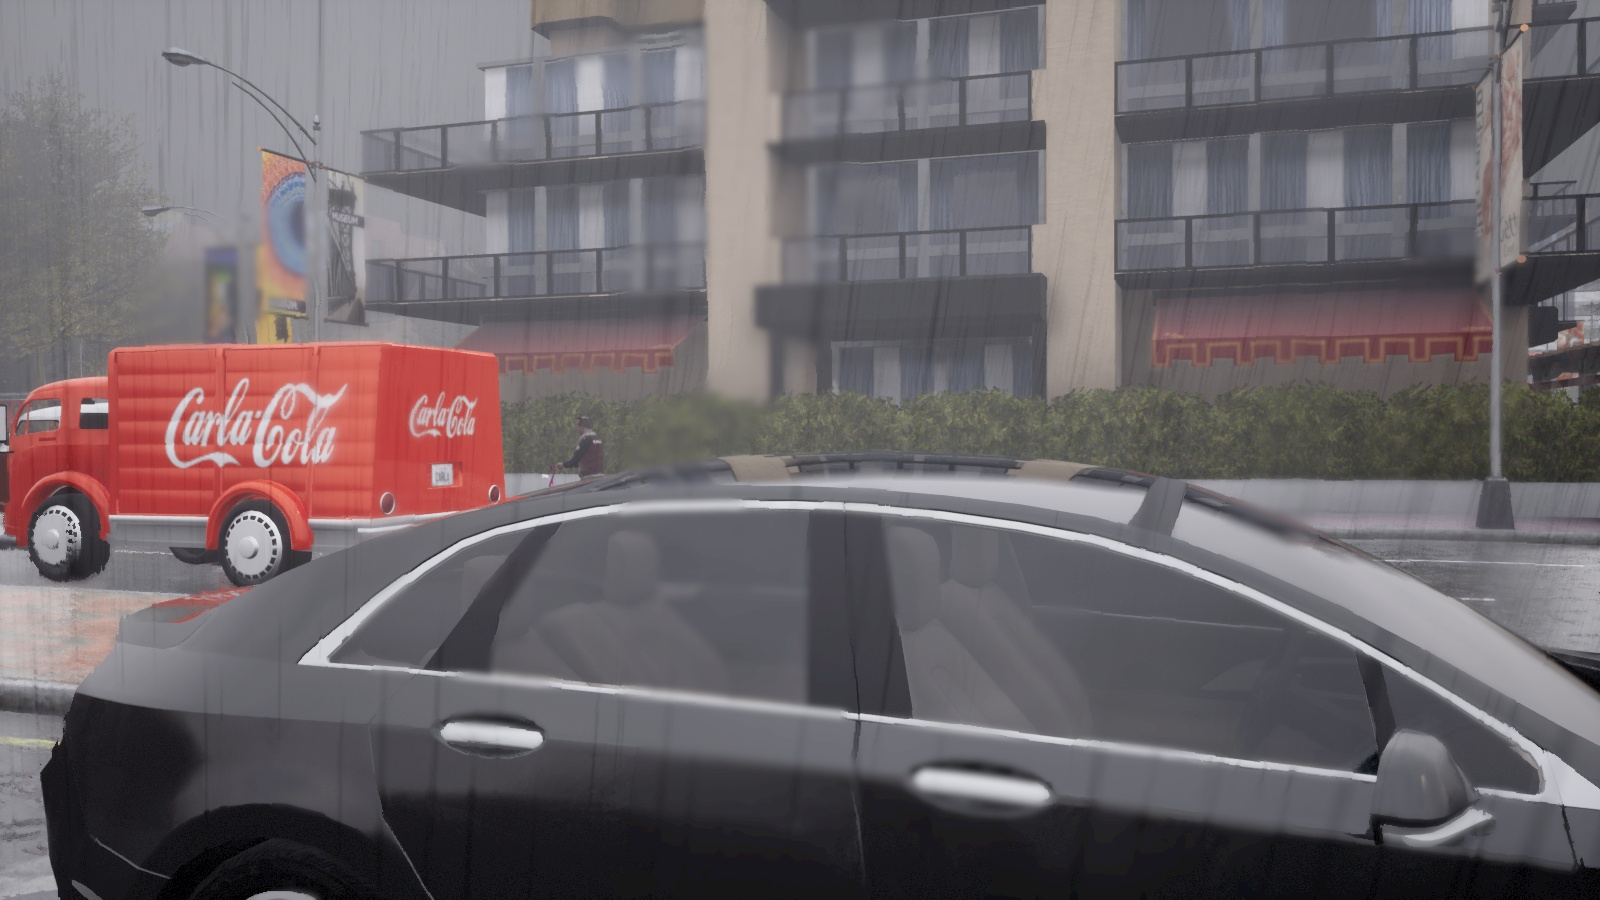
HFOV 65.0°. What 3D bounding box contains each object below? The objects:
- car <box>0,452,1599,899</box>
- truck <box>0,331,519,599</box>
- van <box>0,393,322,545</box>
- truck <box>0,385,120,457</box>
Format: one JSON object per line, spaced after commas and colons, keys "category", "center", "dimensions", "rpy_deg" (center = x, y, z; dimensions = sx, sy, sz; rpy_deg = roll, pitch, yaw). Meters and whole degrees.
{"category": "car", "center": [0.540, 0.785, 3.011], "dimensions": [4.892, 1.490, 1.837], "rpy_deg": [1, 1, 19]}
{"category": "truck", "center": [-6.039, 0.099, 13.653], "dimensions": [5.204, 2.467, 2.627], "rpy_deg": [1, 1, 19]}
{"category": "van", "center": [-9.596, 0.218, 18.508], "dimensions": [4.480, 2.038, 2.069], "rpy_deg": [1, 1, 19]}
{"category": "truck", "center": [-42.201, -1.612, 69.671], "dimensions": [8.468, 3.827, 2.891], "rpy_deg": [1, 1, 19]}
